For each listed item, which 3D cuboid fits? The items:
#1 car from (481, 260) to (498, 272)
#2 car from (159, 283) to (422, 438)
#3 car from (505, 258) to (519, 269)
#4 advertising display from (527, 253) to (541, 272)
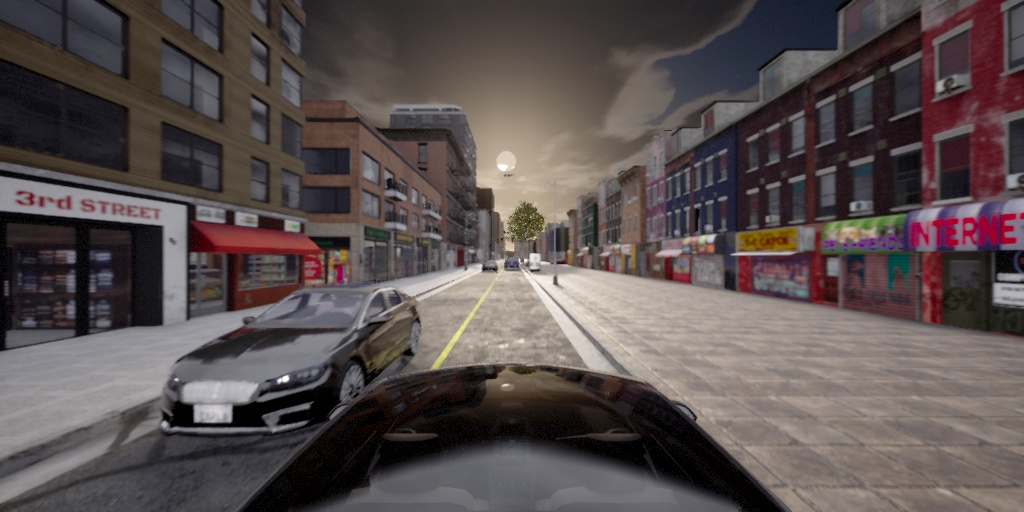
[{"bbox_3d":[-2.842,1.284,46.037,1.837,1.490,4.892,0,0,0],"label":"car"},{"bbox_3d":[-2.843,1.245,5.872,2.128,1.511,4.902,0,0,0],"label":"car"},{"bbox_3d":[-0.011,1.061,55.920,2.097,1.767,4.553,0,0,0],"label":"car"},{"bbox_3d":[3.001,0.805,46.243,1.540,2.440,0.280,0,0,0],"label":"advertising display"}]
